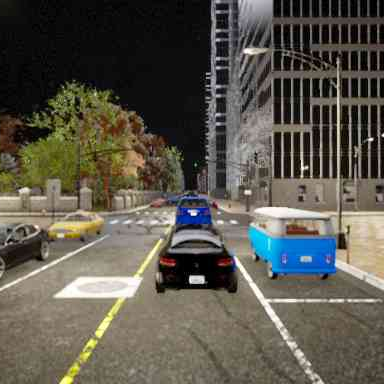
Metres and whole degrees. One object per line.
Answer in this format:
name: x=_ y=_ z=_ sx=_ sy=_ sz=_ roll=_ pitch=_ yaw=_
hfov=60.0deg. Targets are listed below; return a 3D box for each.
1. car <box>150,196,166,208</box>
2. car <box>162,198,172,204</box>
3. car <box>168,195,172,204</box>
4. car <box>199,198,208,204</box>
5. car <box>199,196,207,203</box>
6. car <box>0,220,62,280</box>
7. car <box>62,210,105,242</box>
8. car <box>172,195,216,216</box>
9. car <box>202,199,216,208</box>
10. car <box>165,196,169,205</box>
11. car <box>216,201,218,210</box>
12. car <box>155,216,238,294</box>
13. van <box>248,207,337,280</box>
car: x=-5.701 y=1.859 z=53.711 sx=1.887 sy=1.381 sz=4.507 roll=0 pitch=0 yaw=0
car: x=-5.707 y=2.023 z=76.442 sx=1.802 sy=1.307 sz=4.206 roll=0 pitch=0 yaw=0
car: x=-5.705 y=1.726 z=70.761 sx=2.192 sy=1.841 sz=5.009 roll=0 pitch=0 yaw=0
car: x=2.674 y=2.006 z=76.440 sx=1.947 sy=1.339 sz=4.313 roll=0 pitch=0 yaw=0
car: x=2.673 y=1.909 z=82.122 sx=1.967 sy=1.590 sz=4.097 roll=0 pitch=0 yaw=0
car: x=-5.771 y=1.626 z=9.907 sx=1.947 sy=1.339 sz=4.313 roll=0 pitch=0 yaw=0
car: x=-5.821 y=1.628 z=17.141 sx=1.752 sy=1.417 sz=4.829 roll=0 pitch=0 yaw=0
car: x=0.095 y=1.345 z=21.254 sx=2.150 sy=2.045 sz=5.566 roll=0 pitch=-1 yaw=0
car: x=2.679 y=1.879 z=53.716 sx=1.947 sy=1.339 sz=4.313 roll=0 pitch=0 yaw=0
car: x=-5.703 y=1.898 z=59.394 sx=2.008 sy=1.369 sz=4.403 roll=0 pitch=0 yaw=0
car: x=2.681 y=1.721 z=48.036 sx=1.967 sy=1.590 sz=4.097 roll=0 pitch=0 yaw=0
car: x=0.102 y=1.580 z=8.837 sx=1.812 sy=1.442 sz=4.674 roll=0 pitch=0 yaw=0
van: x=2.773 y=1.401 z=9.912 sx=1.690 sy=1.788 sz=3.998 roll=0 pitch=0 yaw=0
